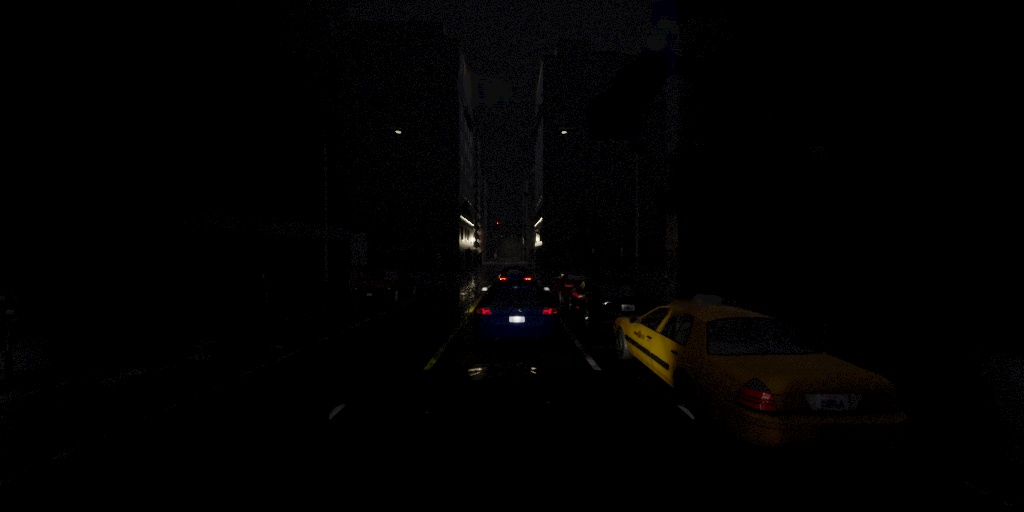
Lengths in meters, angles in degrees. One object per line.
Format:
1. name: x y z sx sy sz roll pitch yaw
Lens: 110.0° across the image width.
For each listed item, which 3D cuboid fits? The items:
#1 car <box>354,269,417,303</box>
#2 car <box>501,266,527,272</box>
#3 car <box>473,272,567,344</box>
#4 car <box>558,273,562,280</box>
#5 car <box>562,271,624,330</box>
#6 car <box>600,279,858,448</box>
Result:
1. car: -5.667 1.290 16.506 1.888 1.381 4.507 0 0 0
2. car: 0.107 1.270 19.619 1.812 1.442 4.674 0 0 -2
3. car: 0.102 1.312 9.605 1.994 1.385 4.181 0 0 0
4. car: 2.878 1.327 16.506 1.802 1.307 4.207 0 0 0
5. car: 2.877 1.313 10.920 1.948 1.339 4.313 0 0 0
6. car: 2.875 1.274 5.504 1.751 1.417 4.829 0 0 0
